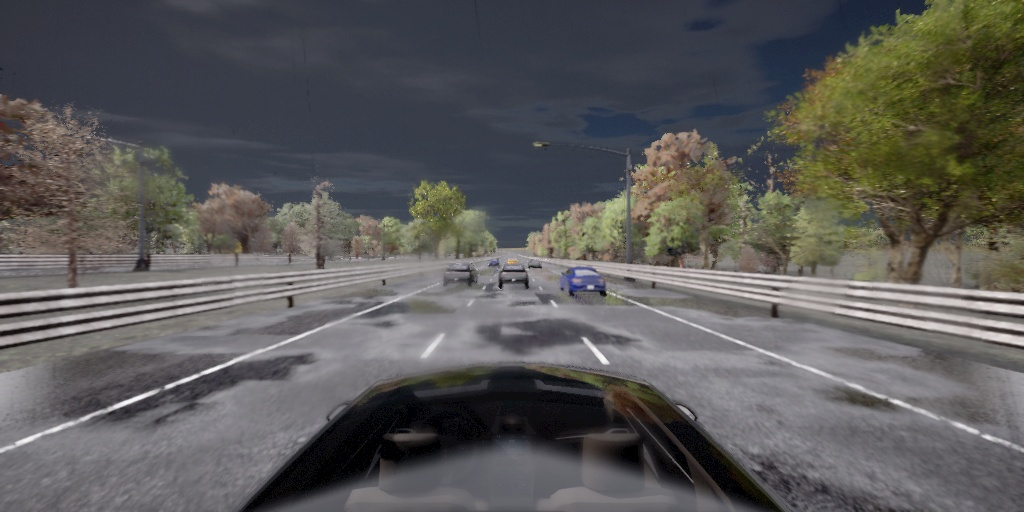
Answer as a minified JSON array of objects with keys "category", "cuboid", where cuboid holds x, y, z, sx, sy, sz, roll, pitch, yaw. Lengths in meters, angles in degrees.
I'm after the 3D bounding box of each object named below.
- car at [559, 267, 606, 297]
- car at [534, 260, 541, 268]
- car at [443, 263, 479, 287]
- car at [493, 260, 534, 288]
[{"category":"car","cuboid":[3.607,1.269,18.743,1.812,1.442,4.674,0,0,0]},{"category":"car","cuboid":[3.617,1.281,57.741,1.994,1.385,4.181,0,0,0]},{"category":"car","cuboid":[-3.392,1.232,24.316,2.128,1.511,4.902,0,0,0]},{"category":"car","cuboid":[0.108,1.233,23.831,2.128,1.511,4.902,0,0,0]}]
